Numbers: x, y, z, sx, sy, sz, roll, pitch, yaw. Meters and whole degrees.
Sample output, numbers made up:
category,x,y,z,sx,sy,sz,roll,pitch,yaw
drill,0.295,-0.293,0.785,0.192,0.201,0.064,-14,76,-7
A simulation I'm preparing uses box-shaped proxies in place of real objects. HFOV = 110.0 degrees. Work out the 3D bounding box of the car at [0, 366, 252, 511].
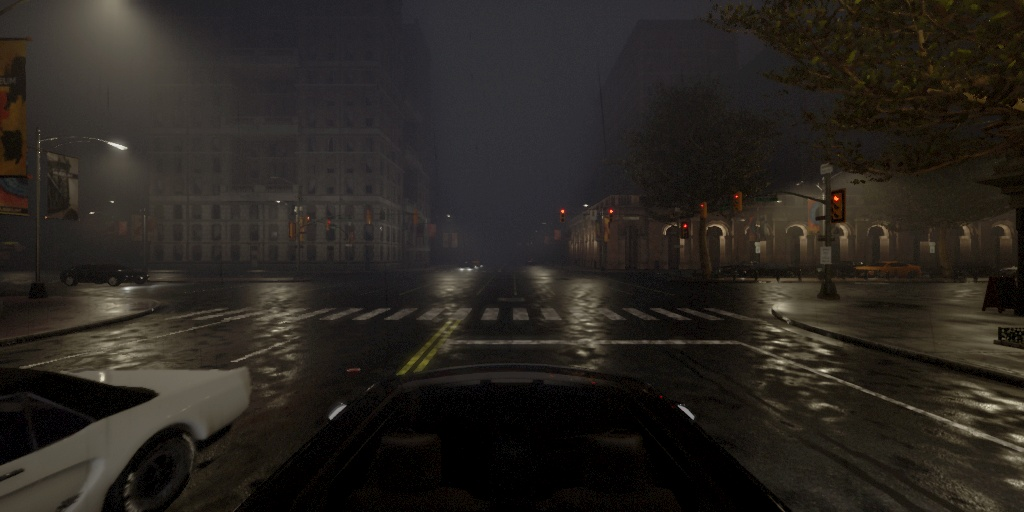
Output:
category,x,y,z,sx,sy,sz,roll,pitch,yaw
car,-3.598,1.351,1.416,1.895,1.301,4.718,0,0,0

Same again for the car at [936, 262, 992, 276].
category,x,y,z,sx,sy,sz,roll,pitch,yaw
car,45.143,1.314,35.803,4.181,1.385,1.994,0,0,0

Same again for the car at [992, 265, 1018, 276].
category,x,y,z,sx,sy,sz,roll,pitch,yaw
car,46.995,1.276,32.287,4.674,1.442,1.812,0,0,0

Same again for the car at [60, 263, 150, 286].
category,x,y,z,sx,sy,sz,roll,pitch,yaw
car,-27.647,1.255,24.430,4.892,1.490,1.837,0,0,0

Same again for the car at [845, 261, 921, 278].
category,x,y,z,sx,sy,sz,roll,pitch,yaw
car,33.702,1.228,32.366,5.008,1.535,1.882,0,0,0

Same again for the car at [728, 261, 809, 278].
category,x,y,z,sx,sy,sz,roll,pitch,yaw
car,23.088,1.297,32.412,5.357,1.411,2.033,0,0,0

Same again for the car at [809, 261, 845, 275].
category,x,y,z,sx,sy,sz,roll,pitch,yaw
car,33.234,1.241,35.869,4.902,1.511,2.128,0,0,0

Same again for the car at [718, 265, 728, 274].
category,x,y,z,sx,sy,sz,roll,pitch,yaw
car,23.289,1.241,35.911,4.902,1.511,2.128,0,0,0

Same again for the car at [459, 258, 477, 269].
category,x,y,z,sx,sy,sz,roll,pitch,yaw
car,-7.157,1.314,56.704,1.994,1.385,4.181,0,0,0
